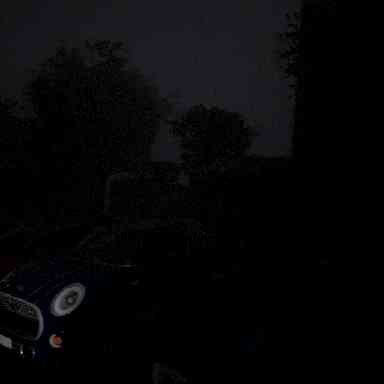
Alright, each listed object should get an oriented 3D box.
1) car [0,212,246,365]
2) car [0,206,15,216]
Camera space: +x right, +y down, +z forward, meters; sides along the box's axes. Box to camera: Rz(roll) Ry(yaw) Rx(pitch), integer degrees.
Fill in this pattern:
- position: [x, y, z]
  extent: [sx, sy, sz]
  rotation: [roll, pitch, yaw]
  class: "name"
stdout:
- position: [-1.083, 1.320, 6.093]
  extent: [2.185, 1.767, 4.553]
  rotation: [1, 0, 35]
  class: "car"
- position: [-8.009, 1.252, 11.032]
  extent: [2.185, 1.767, 4.553]
  rotation: [1, 0, 35]
  class: "car"
